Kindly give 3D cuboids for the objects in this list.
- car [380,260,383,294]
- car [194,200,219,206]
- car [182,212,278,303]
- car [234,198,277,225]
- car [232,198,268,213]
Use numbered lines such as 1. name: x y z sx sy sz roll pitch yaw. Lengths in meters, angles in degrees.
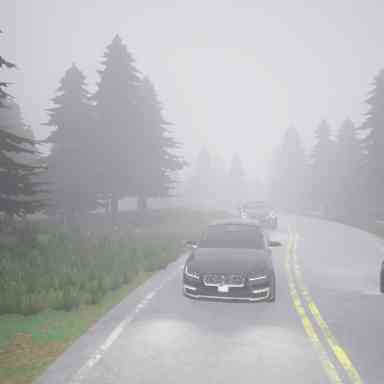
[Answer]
1. car: 4.488 1.309 4.634 2.097 1.767 4.553 -1 0 8
2. car: 1.867 1.799 44.849 1.812 1.442 4.674 3 -5 -35
3. car: 1.081 1.496 8.400 1.837 1.490 4.892 -1 0 12
4. car: 3.852 1.271 20.356 2.097 1.767 4.553 -1 0 5
5. car: 6.161 1.411 35.728 1.837 1.490 4.892 2 -1 -16
